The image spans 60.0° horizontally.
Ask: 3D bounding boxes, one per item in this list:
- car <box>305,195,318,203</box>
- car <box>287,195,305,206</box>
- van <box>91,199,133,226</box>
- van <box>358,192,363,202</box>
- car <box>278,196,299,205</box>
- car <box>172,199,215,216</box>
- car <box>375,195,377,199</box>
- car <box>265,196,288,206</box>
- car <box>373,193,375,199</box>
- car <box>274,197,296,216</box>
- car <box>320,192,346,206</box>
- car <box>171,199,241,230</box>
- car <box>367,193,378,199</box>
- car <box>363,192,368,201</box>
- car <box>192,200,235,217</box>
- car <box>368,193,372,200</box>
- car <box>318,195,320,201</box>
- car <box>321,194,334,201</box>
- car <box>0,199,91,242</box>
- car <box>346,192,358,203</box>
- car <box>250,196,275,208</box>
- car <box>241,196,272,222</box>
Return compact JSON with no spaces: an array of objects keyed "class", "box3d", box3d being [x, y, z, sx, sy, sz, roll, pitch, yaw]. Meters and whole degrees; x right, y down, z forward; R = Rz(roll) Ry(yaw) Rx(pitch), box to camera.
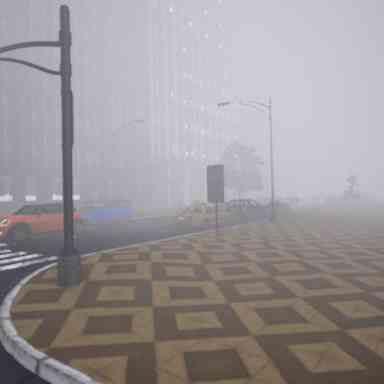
[{"class":"car","box3d":[22.533,1.239,64.809,1.967,1.590,4.097,-2,-1,35]},{"class":"car","box3d":[14.059,1.352,47.716,2.033,1.411,5.357,-2,-1,35]},{"class":"van","box3d":[-6.009,1.369,23.335,1.690,1.788,3.998,-2,-1,35]},{"class":"van","box3d":[29.198,0.908,60.254,1.690,1.788,3.998,-2,-1,35]},{"class":"car","box3d":[16.193,1.396,55.591,2.008,1.369,4.403,-2,-1,35]},{"class":"car","box3d":[0.241,1.499,32.409,1.752,1.417,4.829,-2,-1,35]},{"class":"car","box3d":[42.037,1.003,78.743,1.752,1.417,4.829,-2,-1,35]},{"class":"car","box3d":[13.022,1.414,50.982,1.887,1.381,4.507,-2,-1,35]},{"class":"car","box3d":[38.776,1.065,74.001,1.947,1.339,4.313,-2,-1,35]},{"class":"car","box3d":[7.000,1.324,28.078,1.802,1.307,4.206,-2,-1,35]},{"class":"car","box3d":[19.768,1.163,46.614,1.752,1.417,4.829,-2,-1,35]},{"class":"car","box3d":[0.764,1.322,19.018,1.752,1.417,4.829,-2,-1,35]},{"class":"car","box3d":[45.107,1.009,83.203,2.008,1.369,4.403,-2,-1,35]},{"class":"car","box3d":[32.382,0.984,64.843,1.967,1.590,4.097,-2,-1,35]},{"class":"car","box3d":[2.066,1.465,30.461,1.994,1.385,4.181,-2,-1,35]},{"class":"car","box3d":[35.568,0.837,69.429,2.192,1.841,5.009,-2,-1,35]},{"class":"car","box3d":[25.707,1.321,69.417,1.887,1.381,4.507,-2,-1,35]},{"class":"car","box3d":[32.049,1.278,78.632,1.887,1.381,4.507,-2,-1,35]},{"class":"car","box3d":[-7.649,1.340,16.359,2.097,1.767,4.553,-2,-1,35]},{"class":"car","box3d":[26.007,1.031,55.672,1.967,1.590,4.097,-2,-1,35]},{"class":"car","box3d":[9.848,1.334,46.375,1.967,1.590,4.097,-2,-1,35]},{"class":"car","box3d":[3.832,1.209,23.479,1.967,1.590,4.097,-2,-1,35]}]
